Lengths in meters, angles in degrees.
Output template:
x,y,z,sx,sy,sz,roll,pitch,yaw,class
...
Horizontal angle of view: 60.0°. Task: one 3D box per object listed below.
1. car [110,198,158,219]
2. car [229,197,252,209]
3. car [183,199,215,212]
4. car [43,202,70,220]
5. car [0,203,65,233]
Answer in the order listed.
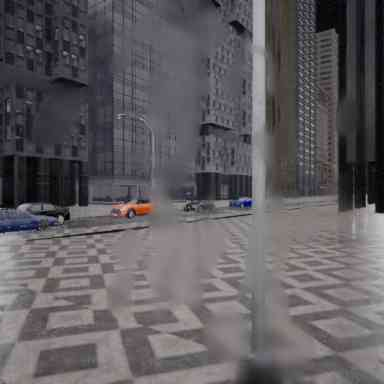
x,y,z,sx,sy,sz,roll,pitch,yaw,class
-5.036,1.320,29.392,2.097,1.767,4.553,0,0,36,car
6.884,1.419,45.601,1.882,1.535,5.008,0,0,38,car
0.864,1.519,37.453,1.994,1.385,4.181,0,0,36,car
-10.527,1.458,21.890,1.882,1.535,5.008,0,0,36,car
-9.827,1.532,17.430,2.033,1.411,5.357,0,0,36,car
